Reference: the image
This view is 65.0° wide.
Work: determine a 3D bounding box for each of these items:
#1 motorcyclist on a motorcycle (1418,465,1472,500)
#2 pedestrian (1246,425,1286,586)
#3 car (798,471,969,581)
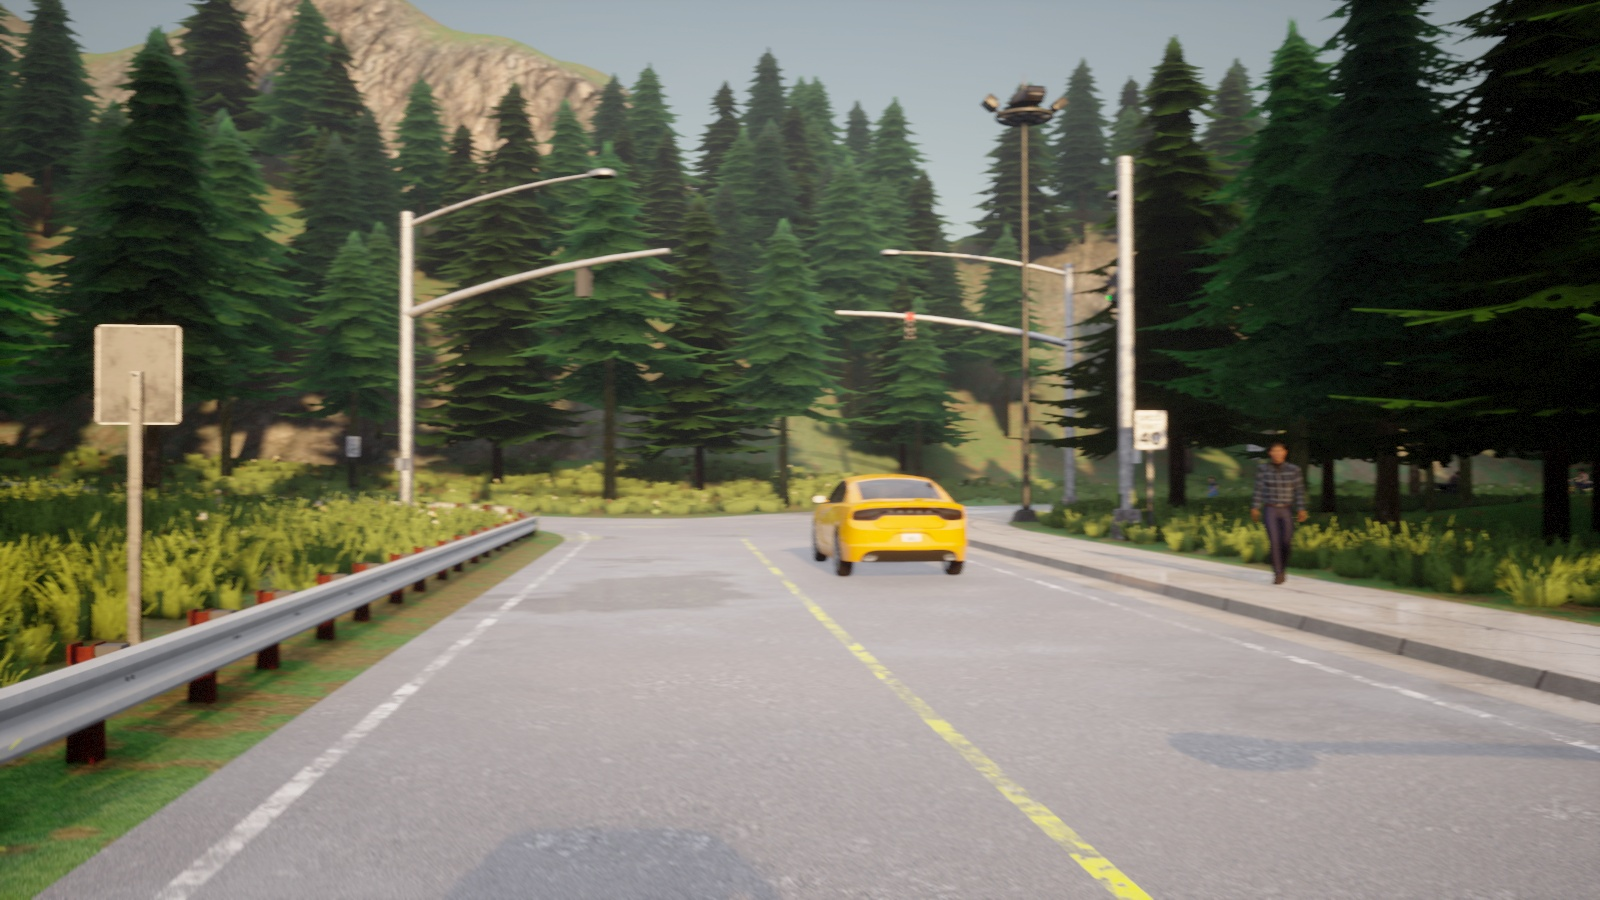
[{"bbox_3d":[28.720,1.456,55.941,2.044,1.523,0.797,0,0,-8],"label":"motorcyclist on a motorcycle"},{"bbox_3d":[5.806,0.682,15.669,0.423,1.949,0.788,-1,-1,19],"label":"pedestrian"},{"bbox_3d":[1.185,1.118,20.255,1.882,1.535,5.008,0,-1,-6],"label":"car"}]
